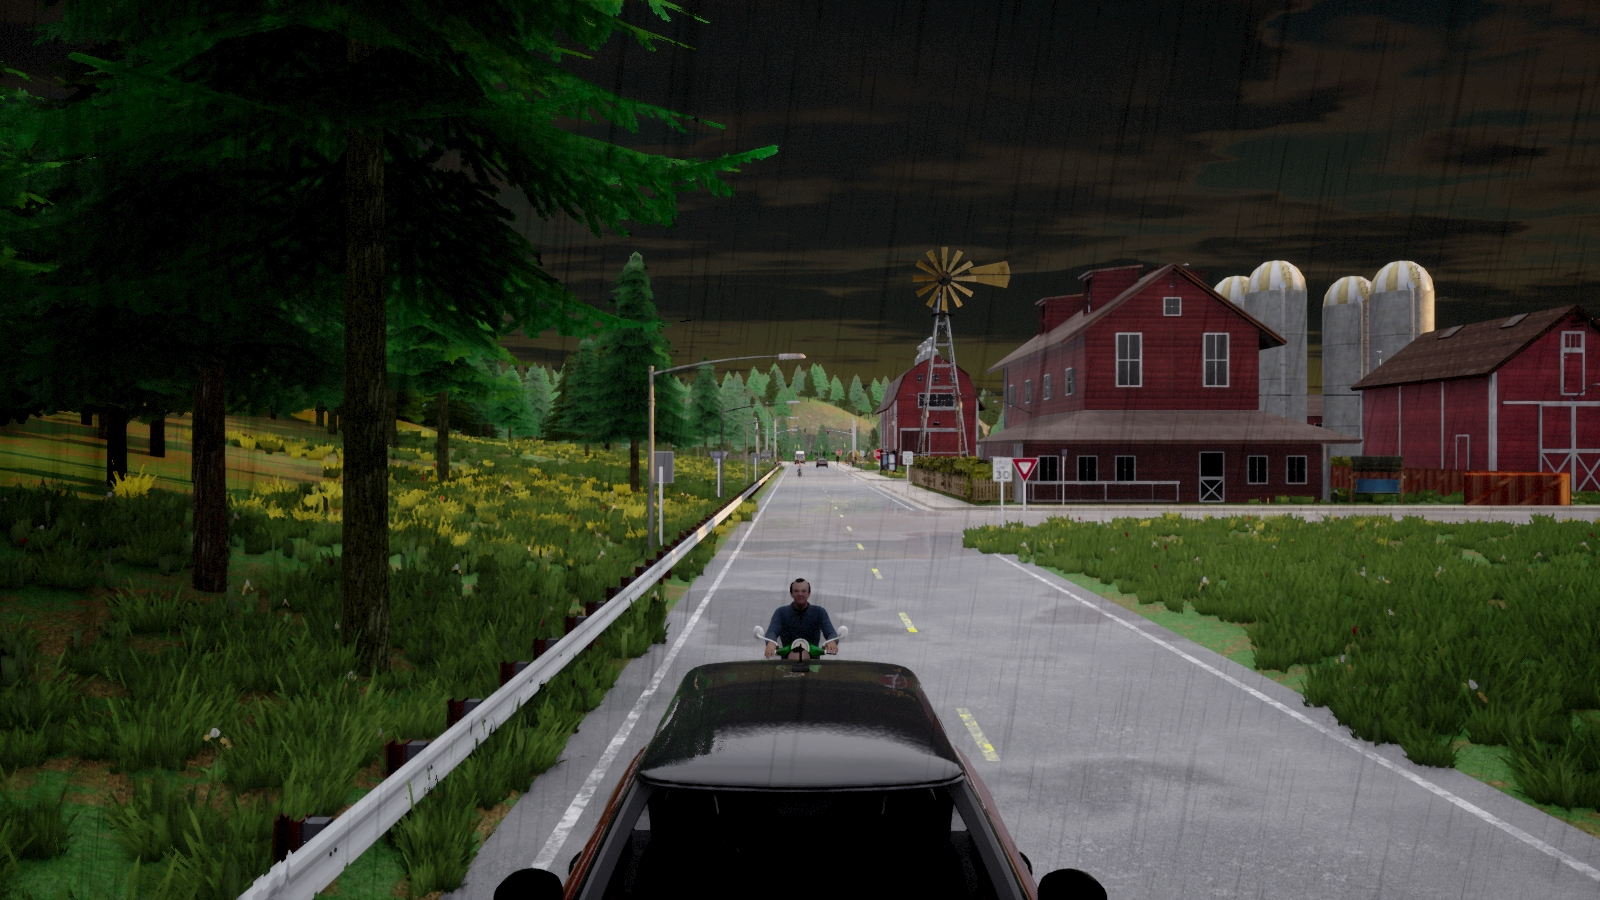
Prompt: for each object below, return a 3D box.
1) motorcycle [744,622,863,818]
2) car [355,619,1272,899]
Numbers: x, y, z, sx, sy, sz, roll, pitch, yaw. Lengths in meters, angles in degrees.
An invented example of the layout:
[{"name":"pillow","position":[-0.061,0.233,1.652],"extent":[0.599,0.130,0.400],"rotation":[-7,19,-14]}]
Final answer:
[{"name":"motorcycle","position":[0.028,2.229,9.842],"extent":[0.867,1.251,2.209],"rotation":[-2,-3,0]},{"name":"car","position":[0.032,1.899,4.503],"extent":[2.097,1.767,4.553],"rotation":[0,0,0]}]
